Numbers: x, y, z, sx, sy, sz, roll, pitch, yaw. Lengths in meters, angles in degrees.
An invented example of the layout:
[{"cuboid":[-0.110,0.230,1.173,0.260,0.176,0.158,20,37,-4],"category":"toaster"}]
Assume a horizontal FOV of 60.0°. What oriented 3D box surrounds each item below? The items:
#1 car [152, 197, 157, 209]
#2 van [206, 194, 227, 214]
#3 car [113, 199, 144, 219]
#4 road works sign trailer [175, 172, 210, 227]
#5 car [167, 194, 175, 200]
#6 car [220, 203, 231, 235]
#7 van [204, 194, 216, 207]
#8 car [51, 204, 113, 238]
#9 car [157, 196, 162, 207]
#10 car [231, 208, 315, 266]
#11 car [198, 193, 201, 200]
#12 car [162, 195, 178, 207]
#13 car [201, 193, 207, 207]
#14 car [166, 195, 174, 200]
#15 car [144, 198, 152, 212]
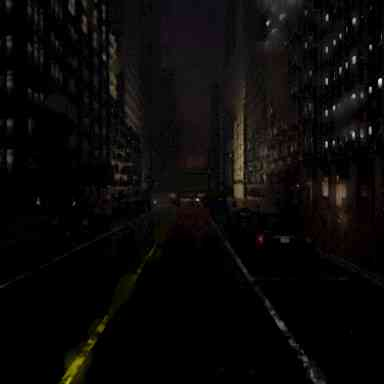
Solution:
[{"cuboid":[-5.677,1.483,39.951,1.887,1.381,4.507,-1,0,0],"category":"car"},{"cuboid":[2.699,1.289,34.263,1.690,1.788,3.998,-1,0,0],"category":"van"},{"cuboid":[-5.683,1.507,28.584,2.008,1.369,4.403,-1,0,0],"category":"car"},{"cuboid":[0.027,0.430,22.629,2.380,3.560,2.880,0,0,0],"category":"road works sign trailer"},{"cuboid":[-5.652,1.299,91.103,1.967,1.590,4.097,-1,0,0],"category":"car"},{"cuboid":[2.692,1.499,17.382,1.752,1.417,4.829,-1,0,0],"category":"car"},{"cuboid":[2.707,1.263,51.314,1.690,1.788,3.998,-1,0,0],"category":"van"},{"cuboid":[-5.690,1.413,17.217,1.967,1.590,4.097,-1,0,0],"category":"car"},{"cuboid":[-5.675,1.481,45.635,2.008,1.369,4.403,-1,0,0],"category":"car"},{"cuboid":[2.688,1.422,11.529,1.967,1.590,4.097,-1,0,0],"category":"car"},{"cuboid":[2.721,1.437,74.048,2.008,1.369,4.403,-1,0,0],"category":"car"},{"cuboid":[-3.052,1.523,51.145,1.895,1.301,4.718,0,0,0],"category":"car"},{"cuboid":[2.704,1.245,45.630,2.192,1.841,5.009,-1,0,0],"category":"car"},{"cuboid":[-5.653,1.450,85.420,1.802,1.307,4.206,-1,0,0],"category":"car"},{"cuboid":[-5.680,1.513,34.268,1.947,1.339,4.313,-1,0,0],"category":"car"}]
